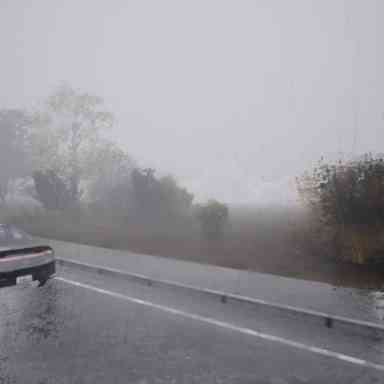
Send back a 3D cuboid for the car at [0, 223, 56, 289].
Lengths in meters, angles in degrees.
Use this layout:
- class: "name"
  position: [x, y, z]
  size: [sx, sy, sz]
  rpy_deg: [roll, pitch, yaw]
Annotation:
- class: "car"
  position: [-5.215, 1.497, 8.000]
  size: [4.902, 1.511, 2.128]
  rpy_deg: [0, 0, 37]
